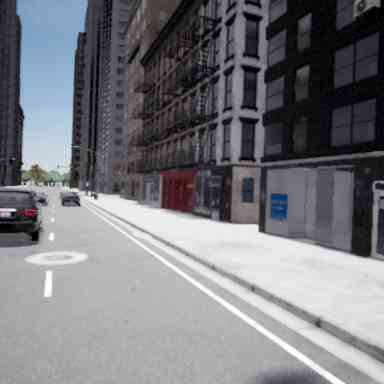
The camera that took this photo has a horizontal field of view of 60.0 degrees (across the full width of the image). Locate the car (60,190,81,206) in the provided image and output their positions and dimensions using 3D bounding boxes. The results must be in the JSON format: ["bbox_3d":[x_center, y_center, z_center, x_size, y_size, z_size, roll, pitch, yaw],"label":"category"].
[{"bbox_3d":[-13.544,0.708,37.213,1.837,1.490,4.892,2,1,-22],"label":"car"}]

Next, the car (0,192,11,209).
[{"bbox_3d":[-17.959,0.702,30.360,1.895,1.301,4.718,2,1,-22],"label":"car"}]

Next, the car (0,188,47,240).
[{"bbox_3d":[-7.601,0.831,14.228,2.150,2.045,5.566,2,1,-22],"label":"car"}]

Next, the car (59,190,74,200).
[{"bbox_3d":[-19.577,0.404,51.727,2.033,1.411,5.357,2,1,-22],"label":"car"}]

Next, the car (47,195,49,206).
[{"bbox_3d":[-15.875,0.668,34.336,1.812,1.442,4.674,2,0,-22],"label":"car"}]
